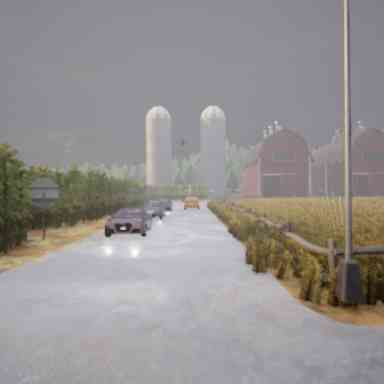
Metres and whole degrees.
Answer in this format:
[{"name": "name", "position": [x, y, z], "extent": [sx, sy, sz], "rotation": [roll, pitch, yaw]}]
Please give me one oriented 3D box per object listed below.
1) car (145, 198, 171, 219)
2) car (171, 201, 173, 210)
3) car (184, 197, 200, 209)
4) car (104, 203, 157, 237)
[{"name": "car", "position": [-3.220, 1.432, 27.870], "extent": [2.128, 1.511, 4.902], "rotation": [-1, 0, 0]}, {"name": "car", "position": [-3.195, 1.456, 38.341], "extent": [2.033, 1.411, 5.357], "rotation": [-1, 0, 0]}, {"name": "car", "position": [-0.014, 1.331, 42.091], "extent": [1.882, 1.535, 5.008], "rotation": [-1, 1, 0]}, {"name": "car", "position": [-3.214, 1.505, 17.515], "extent": [1.994, 1.385, 4.181], "rotation": [-1, 0, 0]}]
